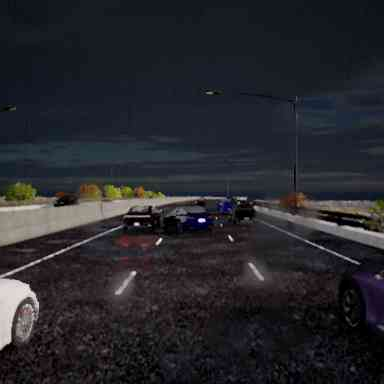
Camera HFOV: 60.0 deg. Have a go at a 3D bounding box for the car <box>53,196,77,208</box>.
[{"bbox_3d":[-19.868,1.579,52.654,2.150,2.045,5.566,0,-1,2],"label":"car"}]

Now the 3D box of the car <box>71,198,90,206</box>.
[{"bbox_3d":[-16.415,1.948,51.514,1.895,1.301,4.718,0,0,2],"label":"car"}]

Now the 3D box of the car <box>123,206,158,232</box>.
[{"bbox_3d":[-3.091,1.622,21.382,2.128,1.511,4.902,0,0,1],"label":"car"}]

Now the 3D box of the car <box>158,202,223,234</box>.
[{"bbox_3d":[-0.278,1.628,20.522,2.163,1.488,4.792,0,0,-21],"label":"car"}]

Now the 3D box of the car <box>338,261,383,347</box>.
[{"bbox_3d":[3.534,1.453,3.957,2.033,1.649,4.856,0,0,1],"label":"car"}]

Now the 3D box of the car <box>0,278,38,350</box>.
[{"bbox_3d":[-3.363,1.543,3.361,1.812,1.442,4.674,0,0,1],"label":"car"}]

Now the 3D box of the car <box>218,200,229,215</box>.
[{"bbox_3d":[4.183,1.716,36.716,1.882,1.535,5.008,0,0,2],"label":"car"}]

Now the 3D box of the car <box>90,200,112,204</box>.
[{"bbox_3d":[-12.983,1.881,49.729,2.033,1.411,5.357,0,0,2],"label":"car"}]

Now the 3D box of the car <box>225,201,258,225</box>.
[{"bbox_3d":[3.897,1.665,25.798,1.837,1.490,4.892,0,0,1],"label":"car"}]

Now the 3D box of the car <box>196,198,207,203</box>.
[{"bbox_3d":[1.771,2.027,64.295,1.994,1.385,4.181,0,-1,3],"label":"car"}]

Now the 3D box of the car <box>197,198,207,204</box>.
[{"bbox_3d":[2.377,2.082,77.957,2.128,1.511,4.902,0,-1,3],"label":"car"}]
